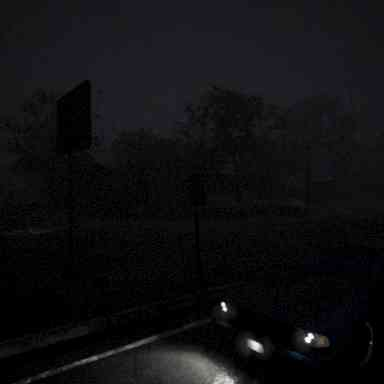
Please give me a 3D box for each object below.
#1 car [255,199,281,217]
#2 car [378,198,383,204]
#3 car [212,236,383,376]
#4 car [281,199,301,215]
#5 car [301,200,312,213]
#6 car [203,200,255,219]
[{"bbox_3d":[5.538,1.503,31.898,2.231,1.521,4.892,-1,0,-39],"label":"car"},{"bbox_3d":[32.857,1.209,53.626,2.097,1.535,5.008,-1,0,-38],"label":"car"},{"bbox_3d":[2.871,1.536,5.866,5.357,1.411,2.033,-1,0,-39],"label":"car"},{"bbox_3d":[8.093,1.474,33.945,2.097,1.535,5.008,-1,0,-38],"label":"car"},{"bbox_3d":[10.563,1.487,35.898,2.002,1.452,4.674,-1,0,-38],"label":"car"},{"bbox_3d":[2.974,1.570,29.861,2.002,1.452,4.674,-1,0,-38],"label":"car"}]
